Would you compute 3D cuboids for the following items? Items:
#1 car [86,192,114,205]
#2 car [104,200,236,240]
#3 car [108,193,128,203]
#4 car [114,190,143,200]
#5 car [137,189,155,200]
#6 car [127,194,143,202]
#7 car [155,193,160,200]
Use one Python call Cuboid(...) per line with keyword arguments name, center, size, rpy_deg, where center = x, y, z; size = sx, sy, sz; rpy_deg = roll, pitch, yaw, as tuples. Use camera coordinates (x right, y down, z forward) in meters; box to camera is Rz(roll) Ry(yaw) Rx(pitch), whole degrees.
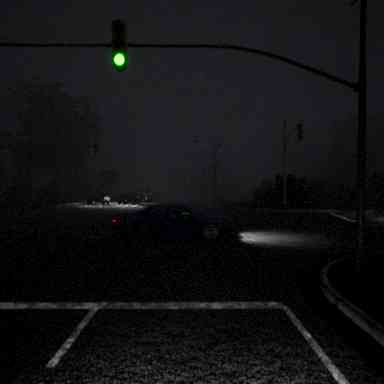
Cuboid(name="car", center=(-10.799, 0.719, 38.671), size=(2.033, 1.411, 5.357), rpy_deg=(0, 0, -4))
Cuboid(name="car", center=(-0.789, 1.216, 14.494), size=(5.357, 1.411, 2.033), rpy_deg=(0, 2, 5))
Cuboid(name="car", center=(-10.808, 0.857, 48.663), size=(1.895, 1.301, 4.718), rpy_deg=(0, -1, 0))
Cuboid(name="car", center=(-7.272, 0.735, 38.492), size=(1.994, 1.385, 4.181), rpy_deg=(0, 0, 0))
Cuboid(name="car", center=(-7.310, 0.493, 49.505), size=(2.150, 2.045, 5.566), rpy_deg=(0, -1, 0))
Cuboid(name="car", center=(-10.793, 1.158, 63.499), size=(2.033, 1.411, 5.357), rpy_deg=(0, -1, 0))
Cuboid(name="car", center=(-7.298, 0.970, 63.883), size=(2.097, 1.767, 4.553), rpy_deg=(0, -1, 0))
